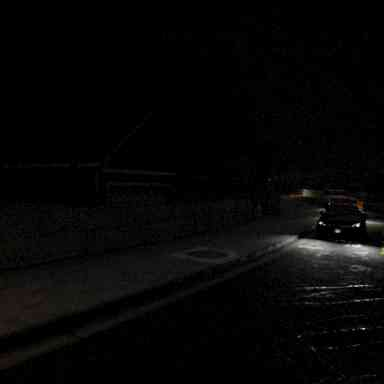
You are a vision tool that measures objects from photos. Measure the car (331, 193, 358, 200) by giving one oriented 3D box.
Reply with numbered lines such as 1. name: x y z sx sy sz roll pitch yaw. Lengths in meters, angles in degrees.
1. car: 12.447 1.148 26.626 1.882 1.535 5.008 1 1 21

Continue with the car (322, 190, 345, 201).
1. car: 15.783 0.760 36.641 2.150 2.045 5.566 1 1 14

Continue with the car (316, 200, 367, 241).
1. car: 7.199 1.319 15.823 1.812 1.442 4.674 2 1 30

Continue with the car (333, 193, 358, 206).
1. car: 20.500 0.946 44.628 1.882 1.535 5.008 1 1 10
